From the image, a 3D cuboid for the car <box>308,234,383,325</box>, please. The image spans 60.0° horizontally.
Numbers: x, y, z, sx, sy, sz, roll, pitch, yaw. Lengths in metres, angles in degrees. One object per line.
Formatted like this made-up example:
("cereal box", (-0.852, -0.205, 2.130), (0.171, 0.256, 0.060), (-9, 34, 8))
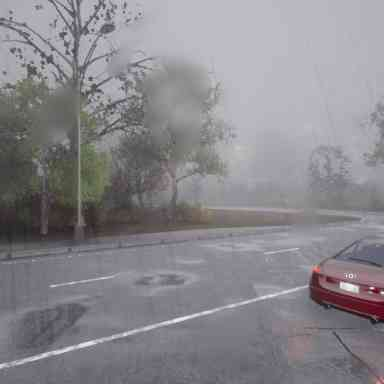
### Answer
("car", (4.275, 1.564, 6.717), (4.181, 1.385, 1.994), (0, 0, -35))
